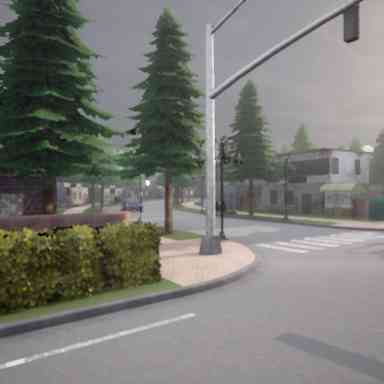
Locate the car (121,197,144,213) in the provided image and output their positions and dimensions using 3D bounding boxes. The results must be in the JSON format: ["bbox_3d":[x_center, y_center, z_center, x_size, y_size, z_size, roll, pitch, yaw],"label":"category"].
[{"bbox_3d":[-6.723,1.394,37.217,2.097,1.767,4.553,0,0,-18],"label":"car"}]

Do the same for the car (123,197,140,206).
[{"bbox_3d":[-10.114,1.573,56.015,2.033,1.411,5.357,0,0,-1],"label":"car"}]
